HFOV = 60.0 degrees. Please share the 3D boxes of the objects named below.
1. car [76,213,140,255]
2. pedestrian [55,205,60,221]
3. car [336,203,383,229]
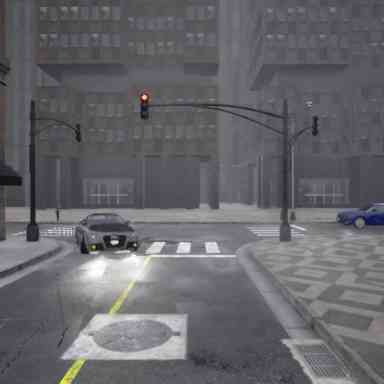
[{"bbox_3d":[-3.486,1.564,13.385,1.994,1.385,4.181,1,0,-24],"label":"car"},{"bbox_3d":[-9.819,1.532,24.377,0.500,1.100,0.500,0,0,1],"label":"pedestrian"},{"bbox_3d":[11.810,1.458,21.085,5.008,1.535,1.882,0,0,1],"label":"car"}]
